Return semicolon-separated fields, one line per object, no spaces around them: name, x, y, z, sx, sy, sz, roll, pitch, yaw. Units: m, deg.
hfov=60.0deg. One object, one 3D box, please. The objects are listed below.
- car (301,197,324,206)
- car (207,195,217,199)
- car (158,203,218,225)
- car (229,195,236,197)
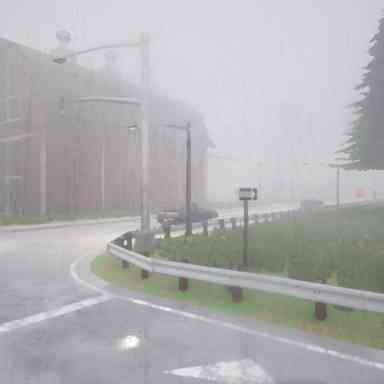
car;15.381;1.448;42.396;1.837;1.490;4.892;0;-1;37
car;4.274;1.531;79.395;1.816;1.474;4.193;0;0;36
car;-0.114;1.464;21.486;2.128;1.511;4.902;0;0;37
car;10.843;1.546;90.521;1.784;1.438;3.905;0;0;36
